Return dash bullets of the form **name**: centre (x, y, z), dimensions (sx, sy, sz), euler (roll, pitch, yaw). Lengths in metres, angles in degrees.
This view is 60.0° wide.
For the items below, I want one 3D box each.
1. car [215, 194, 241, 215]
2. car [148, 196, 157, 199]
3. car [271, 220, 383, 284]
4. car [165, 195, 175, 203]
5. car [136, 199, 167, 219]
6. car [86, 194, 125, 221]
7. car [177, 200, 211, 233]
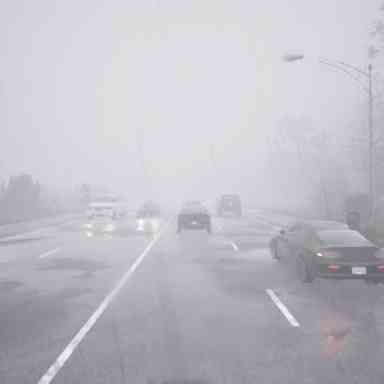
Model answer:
- **car**: centre (3.616, 1.227, 33.520), dimensions (2.150, 2.045, 5.566), euler (0, 0, 0)
- **car**: centre (-8.056, 1.532, 68.267), dimensions (1.812, 1.442, 4.674), euler (0, 0, -5)
- **car**: centre (3.603, 1.527, 9.472), dimensions (1.812, 1.442, 4.674), euler (0, 0, 0)
- **car**: centre (-4.737, 1.495, 70.082), dimensions (1.837, 1.490, 4.892), euler (0, 0, -5)
- **car**: centre (-3.583, 1.569, 28.849), dimensions (1.994, 1.385, 4.181), euler (0, 0, 0)
- **car**: centre (-7.084, 1.227, 27.910), dimensions (2.150, 2.045, 5.566), euler (0, 0, 0)
- **car**: centre (0.109, 1.481, 19.925), dimensions (1.882, 1.535, 5.008), euler (0, 0, 0)
